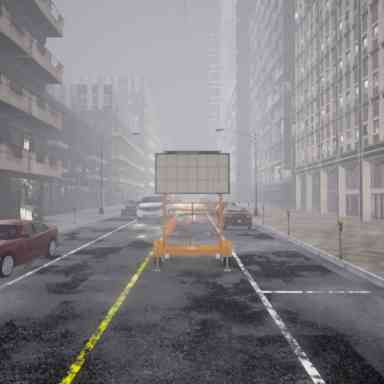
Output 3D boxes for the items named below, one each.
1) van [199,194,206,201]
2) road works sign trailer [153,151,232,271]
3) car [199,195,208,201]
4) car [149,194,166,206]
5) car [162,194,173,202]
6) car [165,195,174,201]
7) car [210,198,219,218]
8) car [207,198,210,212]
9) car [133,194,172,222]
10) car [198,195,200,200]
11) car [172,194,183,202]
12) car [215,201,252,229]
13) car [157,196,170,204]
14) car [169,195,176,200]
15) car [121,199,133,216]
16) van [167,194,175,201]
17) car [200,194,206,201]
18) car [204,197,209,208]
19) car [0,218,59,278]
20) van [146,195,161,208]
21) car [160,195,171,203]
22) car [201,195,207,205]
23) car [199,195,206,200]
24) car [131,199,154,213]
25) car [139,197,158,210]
[{"bbox_3d":[2.852,1.350,87.952,1.690,1.788,3.998,1,0,0],"label":"van"},{"bbox_3d":[0.016,0.468,10.857,2.380,3.560,2.880,0,0,0],"label":"road works sign trailer"},{"bbox_3d":[2.841,1.449,82.404,1.967,1.590,4.097,1,0,0],"label":"car"},{"bbox_3d":[-5.583,1.325,54.598,2.192,1.841,5.009,1,0,0],"label":"car"},{"bbox_3d":[-5.549,1.325,76.785,2.192,1.841,5.009,1,0,0],"label":"car"},{"bbox_3d":[-5.551,1.535,82.161,1.752,1.417,4.829,1,0,0],"label":"car"},{"bbox_3d":[2.749,1.448,26.923,1.967,1.590,4.097,1,0,0],"label":"car"},{"bbox_3d":[2.757,1.553,32.472,1.887,1.381,4.507,1,0,0],"label":"car"},{"bbox_3d":[-3.057,1.229,27.102,2.150,2.045,5.566,0,0,0],"label":"car"},{"bbox_3d":[2.820,1.592,71.308,1.802,1.307,4.206,1,0,0],"label":"car"},{"bbox_3d":[-2.891,1.534,68.511,1.812,1.442,4.674,0,0,0],"label":"car"},{"bbox_3d":[2.738,1.551,21.376,1.887,1.381,4.507,1,0,0],"label":"car"},{"bbox_3d":[-5.569,1.561,65.691,2.008,1.369,4.403,1,0,0],"label":"car"},{"bbox_3d":[-5.490,1.533,93.255,1.752,1.417,4.829,1,0,0],"label":"car"},{"bbox_3d":[-5.622,1.449,32.410,1.967,1.590,4.097,1,0,0],"label":"car"},{"bbox_3d":[-5.503,1.350,87.879,1.690,1.788,3.998,1,0,0],"label":"van"},{"bbox_3d":[2.803,1.535,60.381,1.752,1.417,4.829,1,0,0],"label":"car"},{"bbox_3d":[2.766,1.554,38.020,1.887,1.381,4.507,1,0,0],"label":"car"},{"bbox_3d":[-5.660,1.548,10.224,1.887,1.381,4.507,1,0,0],"label":"car"},{"bbox_3d":[-5.592,1.350,49.052,1.690,1.788,3.998,1,0,0],"label":"van"},{"bbox_3d":[-5.557,1.450,71.238,1.967,1.590,4.097,1,0,0],"label":"car"},{"bbox_3d":[2.784,1.560,49.116,2.008,1.369,4.403,1,0,0],"label":"car"},{"bbox_3d":[2.857,1.573,93.500,1.947,1.339,4.313,1,0,0],"label":"car"},{"bbox_3d":[-5.614,1.554,37.958,1.887,1.381,4.507,1,0,0],"label":"car"},{"bbox_3d":[-5.603,1.449,43.505,1.967,1.590,4.097,1,0,0],"label":"car"}]
